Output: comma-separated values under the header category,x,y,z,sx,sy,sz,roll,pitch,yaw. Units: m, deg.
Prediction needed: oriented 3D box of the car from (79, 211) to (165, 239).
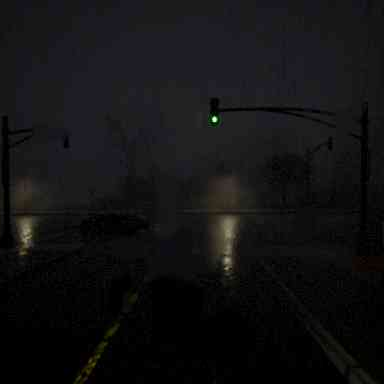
category,x,y,z,sx,sy,sz,roll,pitch,yaw
car,-4.025,1.897,19.210,4.892,1.490,1.837,-1,0,5
